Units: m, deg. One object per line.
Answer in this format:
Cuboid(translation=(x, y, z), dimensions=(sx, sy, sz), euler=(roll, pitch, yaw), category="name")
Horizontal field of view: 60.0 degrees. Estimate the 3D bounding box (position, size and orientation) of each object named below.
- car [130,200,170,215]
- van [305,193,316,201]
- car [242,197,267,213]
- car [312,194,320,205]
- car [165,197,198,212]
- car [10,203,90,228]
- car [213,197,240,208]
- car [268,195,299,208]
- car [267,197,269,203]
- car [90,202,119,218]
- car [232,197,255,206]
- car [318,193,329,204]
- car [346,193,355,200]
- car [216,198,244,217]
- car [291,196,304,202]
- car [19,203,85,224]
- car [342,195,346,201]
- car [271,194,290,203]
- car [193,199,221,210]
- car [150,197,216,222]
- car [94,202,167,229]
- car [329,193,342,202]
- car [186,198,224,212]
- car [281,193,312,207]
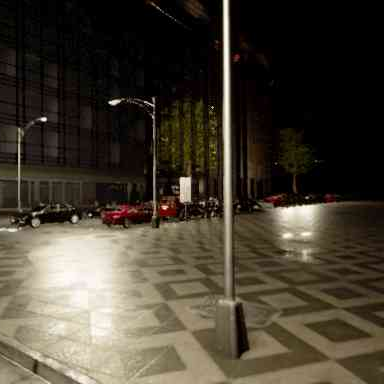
Cuboid(translation=(-4.390, 1.604, 35.205), dimensions=(1.802, 1.307, 4.206), euler=(-1, 0, 35), category="car")
Cuboid(translation=(30.840, 1.273, 86.264), dimensions=(1.690, 1.788, 3.998), euler=(-1, 0, 35), category="van")
Cuboid(translation=(5.826, 1.477, 35.000), dimensions=(1.947, 1.339, 4.313), euler=(-1, 0, 35), category="car")
Cuboid(translation=(18.636, 1.433, 53.565), dimensions=(1.947, 1.339, 4.313), euler=(-1, 0, 35), category="car")
Cuboid(translation=(-1.189, 1.447, 39.847), dimensions=(1.967, 1.590, 4.097), euler=(-1, 0, 35), category="car")
Cuboid(translation=(-9.723, 1.538, 22.629), dimensions=(1.837, 1.490, 4.892), euler=(-1, 0, 35), category="car")
Cuboid(translation=(5.122, 1.508, 48.989), dimensions=(1.752, 1.417, 4.829), euler=(-1, 0, 35), category="car")
Cuboid(translation=(12.231, 1.431, 44.283), dimensions=(1.887, 1.381, 4.507), euler=(-1, 0, 35), category="car")
Cuboid(translation=(14.827, 1.500, 63.055), dimensions=(1.887, 1.381, 4.507), euler=(-1, 0, 35), category="car")
Cuboid(translation=(-7.593, 1.604, 30.564), dimensions=(1.947, 1.339, 4.313), euler=(-1, 0, 35), category="car")
Cuboid(translation=(8.422, 1.538, 53.772), dimensions=(1.947, 1.339, 4.313), euler=(-1, 0, 35), category="car")
Cuboid(translation=(21.837, 1.174, 58.207), dimensions=(2.192, 1.841, 5.009), euler=(-1, 0, 35), category="car")
Cuboid(translation=(37.852, 1.418, 81.410), dimensions=(1.802, 1.307, 4.206), euler=(-1, 0, 35), category="car")
Cuboid(translation=(2.624, 1.493, 30.360), dimensions=(1.947, 1.339, 4.313), euler=(-1, 0, 35), category="car")
Cuboid(translation=(24.437, 1.513, 76.979), dimensions=(1.802, 1.307, 4.206), euler=(-1, 0, 35), category="car")
Cuboid(translation=(-10.796, 1.623, 25.921), dimensions=(1.947, 1.339, 4.313), euler=(-1, 0, 35), category="car")
Cuboid(translation=(31.543, 1.361, 72.269), dimensions=(1.752, 1.417, 4.829), euler=(-1, 0, 35), category="car")
Cuboid(translation=(18.029, 1.261, 67.698), dimensions=(2.192, 1.841, 5.009), euler=(-1, 0, 35), category="car")
Cuboid(translation=(2.016, 1.576, 44.488), dimensions=(1.802, 1.307, 4.206), euler=(-1, 0, 35), category="car")
Cuboid(translation=(-0.580, 1.258, 25.720), dimensions=(2.192, 1.841, 5.009), euler=(-1, 0, 35), category="car")
Cuboid(translation=(-3.781, 1.543, 21.078), dimensions=(1.802, 1.307, 4.206), euler=(-1, 0, 35), category="car")
Cuboid(translation=(28.243, 1.157, 67.490), dimensions=(2.192, 1.841, 5.009), euler=(-1, 0, 35), category="car")
Cuboid(translation=(1.634, 1.465, 39.065), dimensions=(2.128, 1.511, 4.902), euler=(-1, 0, 35), category="car")
Cuboid(translation=(15.432, 1.192, 48.926), dimensions=(2.192, 1.841, 5.009), euler=(-1, 0, 35), category="car")
